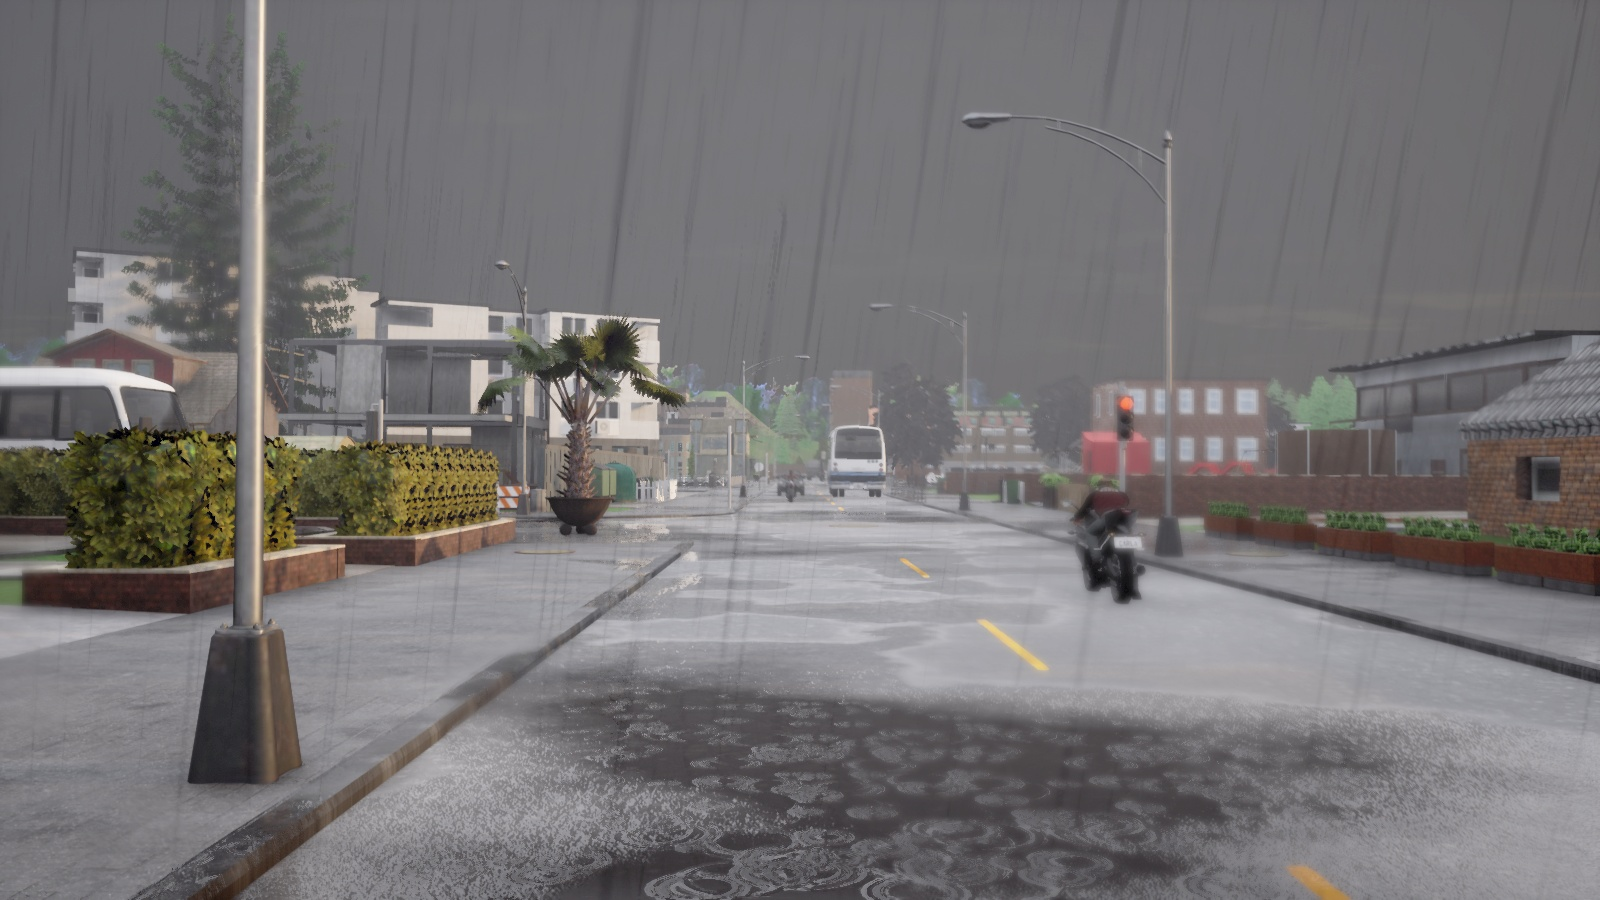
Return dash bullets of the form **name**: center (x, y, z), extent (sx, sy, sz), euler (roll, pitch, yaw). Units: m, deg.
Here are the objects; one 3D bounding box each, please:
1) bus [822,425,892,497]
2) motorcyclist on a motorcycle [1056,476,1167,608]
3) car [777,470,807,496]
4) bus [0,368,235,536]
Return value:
- **bus**: center (3.475, 0.761, 79.513), extent (3.944, 4.253, 10.273), euler (0, -1, 0)
- **motorcyclist on a motorcycle**: center (3.869, 1.100, 15.818), extent (0.866, 1.530, 2.191), euler (0, -1, 1)
- **car**: center (-0.522, 2.052, 79.534), extent (1.851, 1.617, 3.988), euler (0, -1, 0)
- **bus**: center (-21.323, 0.096, 34.052), extent (10.273, 4.253, 3.944), euler (0, -1, 2)
